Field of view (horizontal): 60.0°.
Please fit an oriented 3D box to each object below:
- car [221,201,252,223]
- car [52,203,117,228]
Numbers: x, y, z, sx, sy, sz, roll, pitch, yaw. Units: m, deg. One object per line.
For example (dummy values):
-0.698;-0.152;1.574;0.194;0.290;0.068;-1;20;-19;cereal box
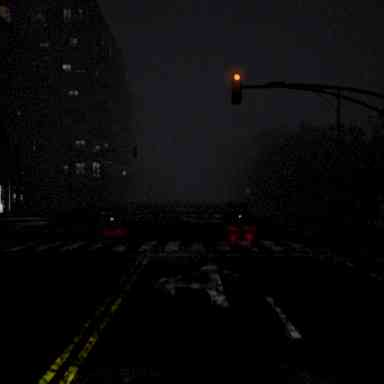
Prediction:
3.345;1.467;25.502;2.128;1.511;4.902;0;0;0;car
-7.351;1.539;22.540;4.902;1.511;2.128;-1;0;27;car
